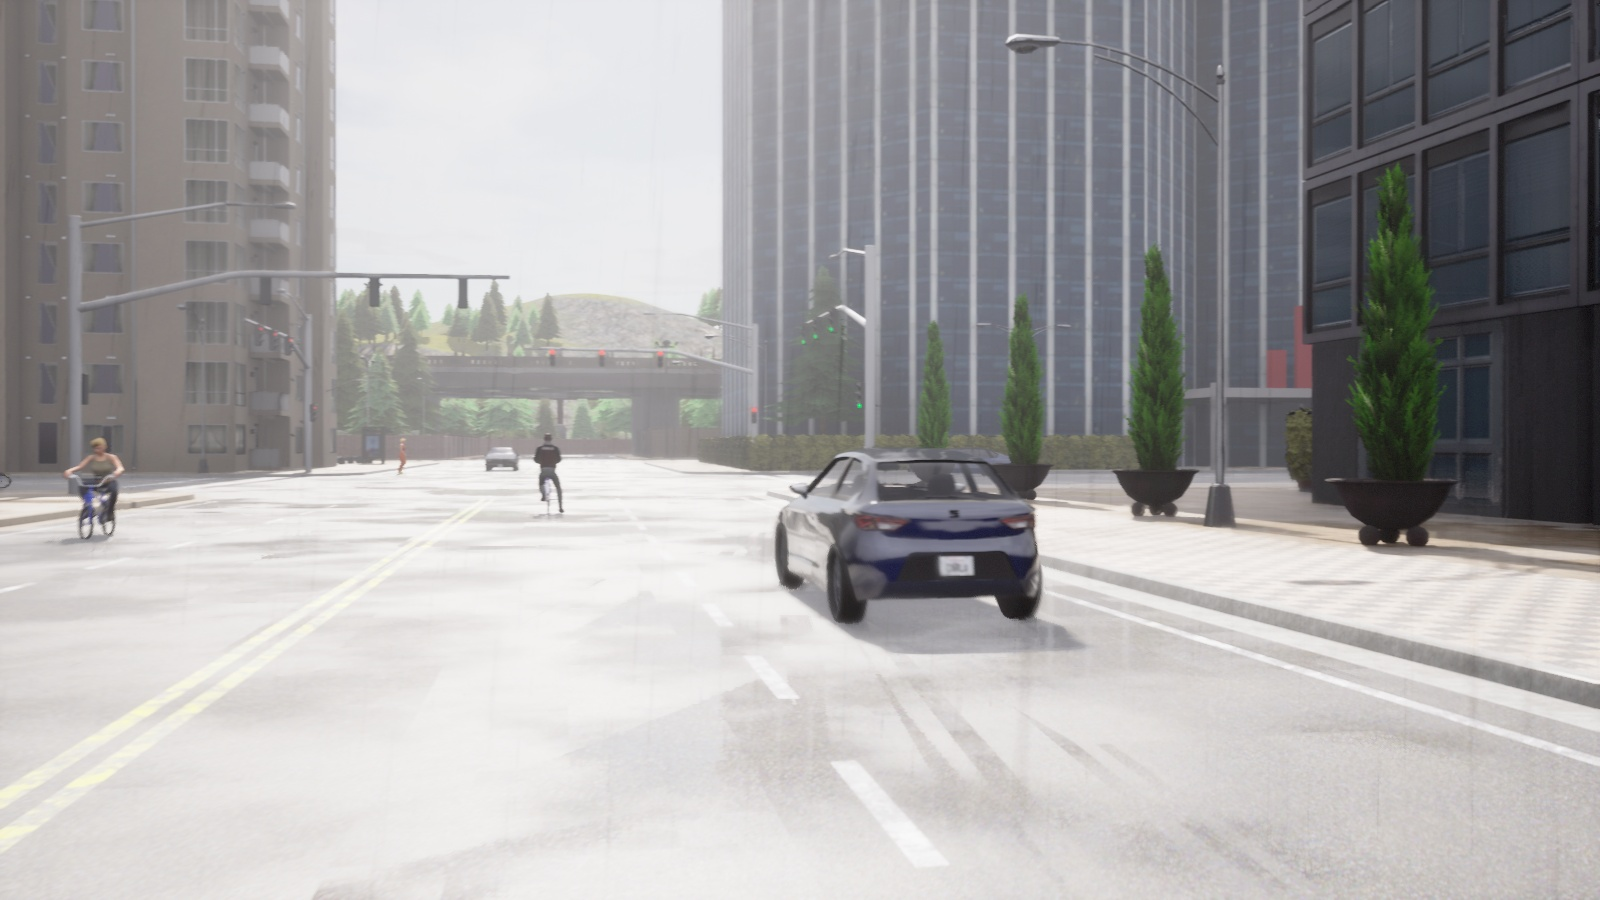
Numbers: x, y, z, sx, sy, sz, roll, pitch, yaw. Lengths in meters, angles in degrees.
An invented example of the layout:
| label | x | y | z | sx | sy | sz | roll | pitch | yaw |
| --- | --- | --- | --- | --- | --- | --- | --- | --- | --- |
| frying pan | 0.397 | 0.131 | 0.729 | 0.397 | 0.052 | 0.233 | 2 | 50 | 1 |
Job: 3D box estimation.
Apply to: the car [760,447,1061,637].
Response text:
| label | x | y | z | sx | sy | sz | roll | pitch | yaw |
| --- | --- | --- | --- | --- | --- | --- | --- | --- | --- |
| car | 0.835 | 0.716 | 12.051 | 1.816 | 1.474 | 4.193 | 0 | 0 | -10 |

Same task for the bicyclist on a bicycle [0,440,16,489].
| label | x | y | z | sx | sy | sz | roll | pitch | yaw |
| --- | --- | --- | --- | --- | --- | --- | --- | --- | --- |
| bicyclist on a bicycle | -27.190 | 0.486 | 41.905 | 1.509 | 1.612 | 0.866 | 0 | 0 | -11 |

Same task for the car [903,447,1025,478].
| label | x | y | z | sx | sy | sz | roll | pitch | yaw |
| --- | --- | --- | --- | --- | --- | --- | --- | --- | --- |
| car | 7.713 | 0.583 | 59.390 | 5.357 | 1.411 | 2.033 | 0 | 0 | -11 |

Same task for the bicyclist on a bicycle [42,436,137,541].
| label | x | y | z | sx | sy | sz | roll | pitch | yaw |
| --- | --- | --- | --- | --- | --- | --- | --- | --- | --- |
| bicyclist on a bicycle | -11.308 | 0.591 | 20.037 | 0.866 | 1.612 | 1.509 | 0 | 0 | -10 |

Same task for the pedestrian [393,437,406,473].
| label | x | y | z | sx | sy | sz | roll | pitch | yaw |
| --- | --- | --- | --- | --- | --- | --- | --- | --- | --- |
| pedestrian | -20.532 | 0.243 | 64.409 | 0.594 | 1.836 | 0.345 | 0 | 0 | -3 |

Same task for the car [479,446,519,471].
| label | x | y | z | sx | sy | sz | roll | pitch | yaw |
| --- | --- | --- | --- | --- | --- | --- | --- | --- | --- |
| car | -17.759 | 0.489 | 74.368 | 2.033 | 1.411 | 5.357 | 0 | 0 | -10 |

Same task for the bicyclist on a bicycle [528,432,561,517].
| label | x | y | z | sx | sy | sz | roll | pitch | yaw |
| --- | --- | --- | --- | --- | --- | --- | --- | --- | --- |
| bicyclist on a bicycle | -5.502 | 0.507 | 27.135 | 0.659 | 1.776 | 1.843 | 0 | 0 | -10 |
